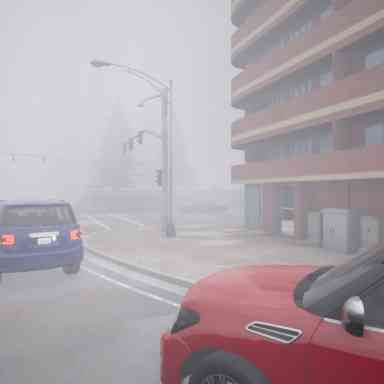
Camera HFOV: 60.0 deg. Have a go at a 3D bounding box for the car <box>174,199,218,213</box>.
[{"bbox_3d":[0.477,1.581,37.761,4.674,1.442,1.812,0,0,-23],"label":"car"}]

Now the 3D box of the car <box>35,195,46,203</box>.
[{"bbox_3d":[-31.168,1.478,68.502,1.882,1.535,5.008,0,0,-23],"label":"car"}]

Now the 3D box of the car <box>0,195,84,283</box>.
[{"bbox_3d":[-4.965,1.221,9.841,2.150,2.045,5.566,0,0,-36],"label":"car"}]

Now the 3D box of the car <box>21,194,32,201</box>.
[{"bbox_3d":[-40.312,1.355,81.153,2.097,1.767,4.553,0,0,-23],"label":"car"}]

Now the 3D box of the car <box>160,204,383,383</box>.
[{"bbox_3d":[2.322,1.221,2.472,5.566,2.045,2.150,0,0,36],"label":"car"}]

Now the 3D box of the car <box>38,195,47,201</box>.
[{"bbox_3d":[-37.098,1.540,82.537,2.033,1.411,5.357,0,0,-23],"label":"car"}]

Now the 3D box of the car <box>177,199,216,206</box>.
[{"bbox_3d":[1.146,1.656,34.272,4.718,1.301,1.895,0,0,-22],"label":"car"}]

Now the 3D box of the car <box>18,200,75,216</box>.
[{"bbox_3d":[-14.985,1.598,34.299,5.357,1.411,2.033,0,0,19],"label":"car"}]
